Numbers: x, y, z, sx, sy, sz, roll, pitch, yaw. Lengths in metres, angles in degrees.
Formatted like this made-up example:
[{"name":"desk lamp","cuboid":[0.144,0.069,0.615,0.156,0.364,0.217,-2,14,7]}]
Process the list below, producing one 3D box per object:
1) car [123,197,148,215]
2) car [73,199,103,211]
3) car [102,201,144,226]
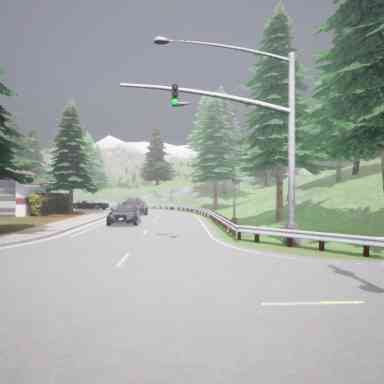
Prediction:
[{"name":"car","cuboid":[-5.783,1.322,32.982,2.097,1.767,4.553,0,0,-21]},{"name":"car","cuboid":[-12.567,1.567,40.537,4.718,1.301,1.895,0,0,13]},{"name":"car","cuboid":[-4.680,1.542,23.219,1.994,1.385,4.181,0,0,-4]}]
